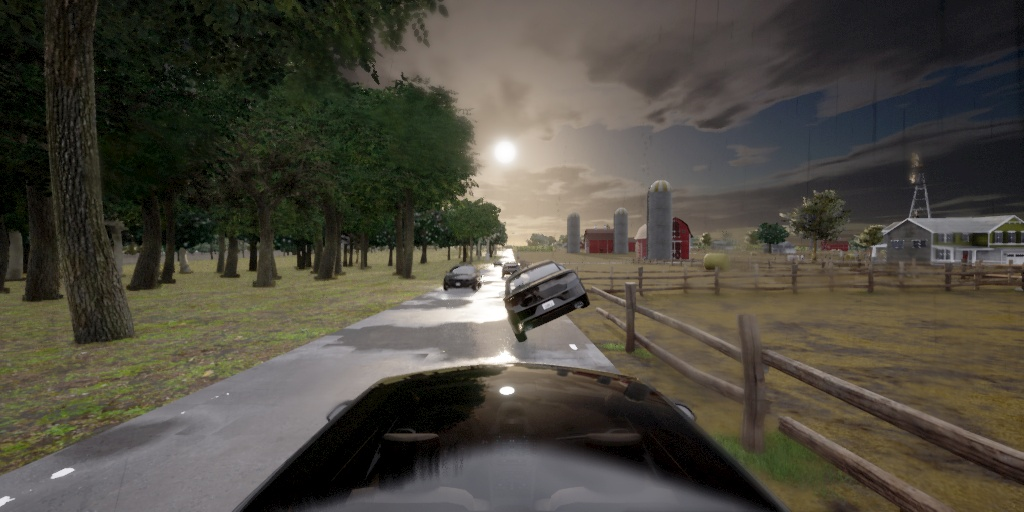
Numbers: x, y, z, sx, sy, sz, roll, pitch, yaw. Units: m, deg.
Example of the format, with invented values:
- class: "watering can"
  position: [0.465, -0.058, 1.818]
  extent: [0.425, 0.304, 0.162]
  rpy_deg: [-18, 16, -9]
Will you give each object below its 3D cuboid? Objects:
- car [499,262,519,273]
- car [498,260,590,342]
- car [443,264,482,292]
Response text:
- class: "car"
  position: [-0.085, 1.375, 36.421]
  extent: [1.837, 1.490, 4.892]
  rpy_deg: [0, 0, 0]
- class: "car"
  position: [0.699, 0.975, 9.892]
  extent: [1.882, 1.535, 5.008]
  rpy_deg: [-24, -2, -1]
- class: "car"
  position: [-2.939, 1.280, 21.957]
  extent: [1.882, 1.535, 5.008]
  rpy_deg: [0, 0, 0]
